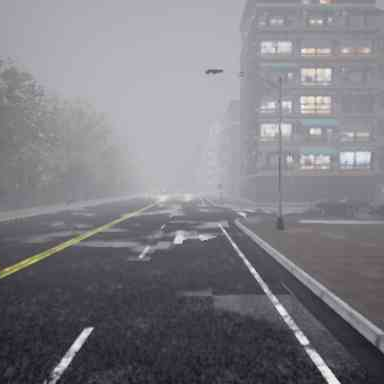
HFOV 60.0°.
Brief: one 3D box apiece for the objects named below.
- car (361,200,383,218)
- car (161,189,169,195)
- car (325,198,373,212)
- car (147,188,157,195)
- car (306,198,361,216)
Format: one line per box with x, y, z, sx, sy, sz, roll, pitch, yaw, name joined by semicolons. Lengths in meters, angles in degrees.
16.349;1.403;26.334;4.507;1.381;1.887;1;0;0;car
-6.497;-0.122;81.143;2.033;1.411;5.357;0;1;0;car
16.300;1.306;34.680;4.206;1.307;1.802;1;0;0;car
-9.747;-0.183;81.142;1.882;1.535;5.008;0;1;0;car
12.211;1.325;28.987;4.181;1.385;1.994;1;1;0;car
